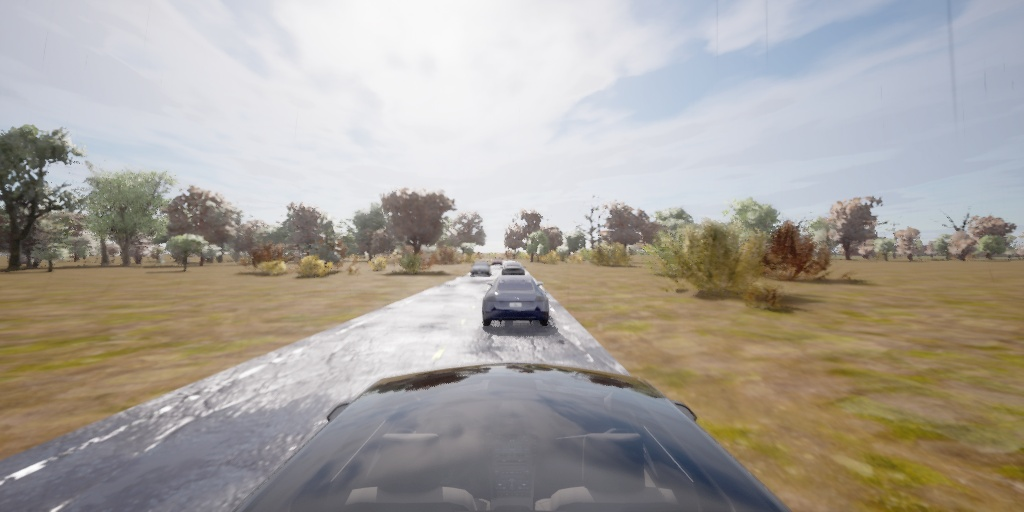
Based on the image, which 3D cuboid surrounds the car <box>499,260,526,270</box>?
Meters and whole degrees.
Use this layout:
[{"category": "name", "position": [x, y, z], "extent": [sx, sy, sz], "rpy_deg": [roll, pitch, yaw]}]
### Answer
[{"category": "car", "position": [0.101, 1.261, 29.514], "extent": [1.837, 1.490, 4.892], "rpy_deg": [0, 0, 0]}]

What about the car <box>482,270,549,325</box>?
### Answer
[{"category": "car", "position": [0.101, 1.317, 11.870], "extent": [1.994, 1.385, 4.181], "rpy_deg": [0, 0, 0]}]

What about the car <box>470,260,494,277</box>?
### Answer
[{"category": "car", "position": [-3.084, 1.281, 36.149], "extent": [1.812, 1.442, 4.674], "rpy_deg": [0, 0, 0]}]
